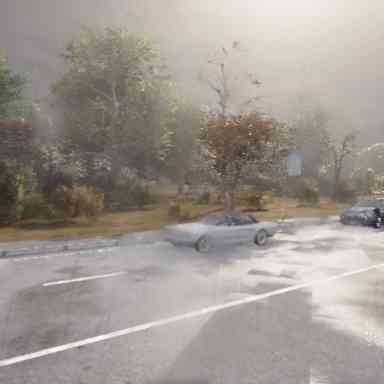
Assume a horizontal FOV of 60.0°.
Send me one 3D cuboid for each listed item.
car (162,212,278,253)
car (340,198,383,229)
[{"bbox_3d":[1.205,1.511,13.364,4.718,1.301,1.895,0,1,-35],"label":"car"},{"bbox_3d":[10.997,1.163,20.188,4.553,1.767,2.097,0,1,-35],"label":"car"}]
